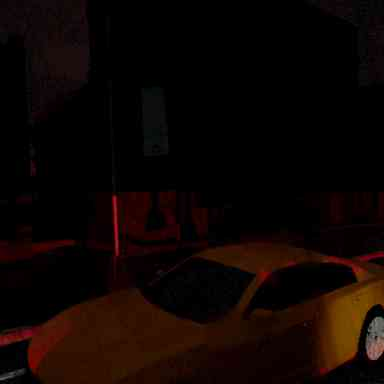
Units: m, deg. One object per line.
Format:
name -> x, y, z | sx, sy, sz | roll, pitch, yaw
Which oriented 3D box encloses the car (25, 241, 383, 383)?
car -> 0.665, 1.467, 4.215 | 5.008, 1.535, 1.882 | 0, 0, -35
